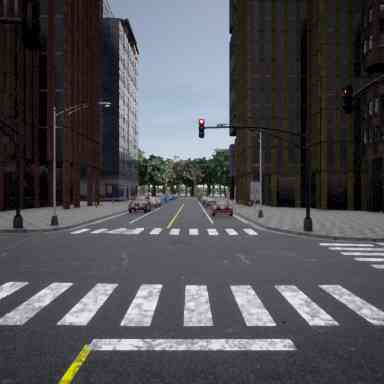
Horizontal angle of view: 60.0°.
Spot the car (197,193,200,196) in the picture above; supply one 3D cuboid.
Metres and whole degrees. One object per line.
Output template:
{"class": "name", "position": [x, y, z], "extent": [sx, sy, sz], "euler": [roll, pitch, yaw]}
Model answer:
{"class": "car", "position": [2.740, 1.342, 80.721], "extent": [2.192, 1.841, 5.009], "euler": [0, 0, 0]}

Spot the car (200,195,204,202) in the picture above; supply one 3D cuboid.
{"class": "car", "position": [2.748, 1.556, 53.533], "extent": [1.887, 1.381, 4.507], "euler": [0, 0, 0]}

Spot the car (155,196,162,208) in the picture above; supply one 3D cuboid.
{"class": "car", "position": [-5.776, 1.591, 48.093], "extent": [1.802, 1.307, 4.206], "euler": [0, 0, 0]}

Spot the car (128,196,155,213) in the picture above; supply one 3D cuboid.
{"class": "car", "position": [-5.773, 1.321, 37.218], "extent": [2.192, 1.841, 5.009], "euler": [0, 0, 0]}

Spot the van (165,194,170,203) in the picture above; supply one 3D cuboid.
{"class": "van", "position": [-5.780, 1.358, 64.406], "extent": [1.690, 1.788, 3.998], "euler": [0, 0, 0]}

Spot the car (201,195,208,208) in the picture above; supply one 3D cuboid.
{"class": "car", "position": [2.750, 1.560, 48.095], "extent": [2.008, 1.369, 4.403], "euler": [0, 0, 0]}

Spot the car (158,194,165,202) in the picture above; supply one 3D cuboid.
{"class": "car", "position": [-5.777, 1.537, 53.361], "extent": [1.752, 1.417, 4.829], "euler": [0, 0, 0]}

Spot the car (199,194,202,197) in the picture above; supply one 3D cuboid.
{"class": "car", "position": [2.745, 1.542, 64.578], "extent": [1.752, 1.417, 4.829], "euler": [0, 0, 0]}

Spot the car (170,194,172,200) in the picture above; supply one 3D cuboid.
{"class": "car", "position": [-5.782, 1.571, 69.844], "extent": [2.008, 1.369, 4.403], "euler": [0, 0, 0]}

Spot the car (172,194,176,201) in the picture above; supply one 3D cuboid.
{"class": "car", "position": [-5.786, 1.597, 86.156], "extent": [1.947, 1.339, 4.313], "euler": [0, 0, 0]}

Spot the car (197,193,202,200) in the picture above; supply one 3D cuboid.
{"class": "car", "position": [2.742, 1.549, 75.453], "extent": [1.752, 1.417, 4.829], "euler": [0, 0, 0]}

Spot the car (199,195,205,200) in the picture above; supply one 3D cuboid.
{"class": "car", "position": [2.738, 1.561, 91.766], "extent": [1.752, 1.417, 4.829], "euler": [0, 0, 0]}

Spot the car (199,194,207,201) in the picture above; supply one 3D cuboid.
{"class": "car", "position": [2.747, 1.559, 58.971], "extent": [1.887, 1.381, 4.507], "euler": [0, 0, 0]}

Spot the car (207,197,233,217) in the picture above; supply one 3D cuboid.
{"class": "car", "position": [2.754, 1.444, 31.783], "extent": [1.967, 1.590, 4.097], "euler": [0, 0, 0]}
